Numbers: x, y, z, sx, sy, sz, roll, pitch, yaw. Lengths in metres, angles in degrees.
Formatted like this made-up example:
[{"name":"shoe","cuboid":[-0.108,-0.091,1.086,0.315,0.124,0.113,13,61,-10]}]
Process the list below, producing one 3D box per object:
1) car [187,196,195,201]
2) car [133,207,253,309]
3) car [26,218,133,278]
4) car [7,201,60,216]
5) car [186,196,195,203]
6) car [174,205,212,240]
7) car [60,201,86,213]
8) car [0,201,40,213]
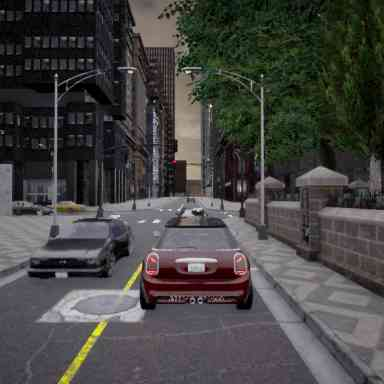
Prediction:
[{"name":"car","cuboid":[-0.315,1.805,91.408,1.994,1.385,4.181,0,0,0]},{"name":"car","cuboid":[0.071,1.357,8.012,2.097,1.767,4.553,0,0,0]},{"name":"car","cuboid":[-3.033,1.554,10.383,2.033,1.411,5.357,0,0,0]},{"name":"car","cuboid":[-14.741,1.517,30.046,4.403,1.369,2.008,0,-1,0]},{"name":"car","cuboid":[-0.266,1.707,77.420,1.812,1.442,4.674,0,0,0]},{"name":"car","cuboid":[0.035,1.541,18.138,1.812,1.442,4.674,0,0,0]},{"name":"car","cuboid":[-14.902,1.675,38.570,4.829,1.417,1.752,0,-1,0]},{"name":"car","cuboid":[-20.245,1.707,38.581,4.403,1.369,2.008,0,-1,0]}]
